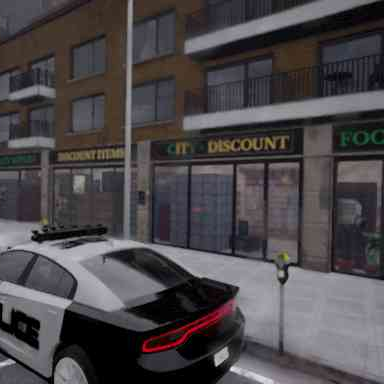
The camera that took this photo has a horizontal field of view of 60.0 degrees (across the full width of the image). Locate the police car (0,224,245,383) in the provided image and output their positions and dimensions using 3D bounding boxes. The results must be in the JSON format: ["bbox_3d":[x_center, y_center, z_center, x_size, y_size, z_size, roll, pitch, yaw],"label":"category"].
[{"bbox_3d":[-1.814,1.296,4.718,5.238,1.638,1.930,2,1,36],"label":"police car"}]
